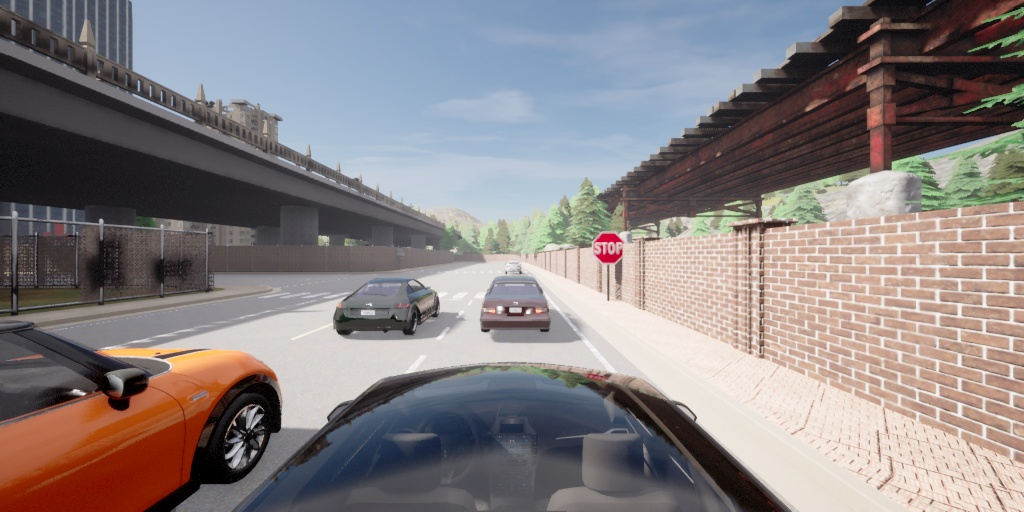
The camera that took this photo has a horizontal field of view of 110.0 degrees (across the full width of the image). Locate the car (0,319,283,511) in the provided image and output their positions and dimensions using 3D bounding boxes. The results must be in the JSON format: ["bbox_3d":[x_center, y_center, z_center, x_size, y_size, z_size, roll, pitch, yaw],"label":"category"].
[{"bbox_3d":[-3.401,1.102,1.817,2.097,1.767,4.553,0,0,0],"label":"car"}]

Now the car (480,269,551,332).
[{"bbox_3d":[0.081,1.297,10.801,2.033,1.411,5.357,0,0,0],"label":"car"}]

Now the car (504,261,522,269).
[{"bbox_3d":[0.153,1.276,41.714,1.812,1.442,4.674,0,0,0],"label":"car"}]

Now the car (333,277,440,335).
[{"bbox_3d":[-3.419,1.314,10.513,1.994,1.385,4.181,0,0,0],"label":"car"}]
